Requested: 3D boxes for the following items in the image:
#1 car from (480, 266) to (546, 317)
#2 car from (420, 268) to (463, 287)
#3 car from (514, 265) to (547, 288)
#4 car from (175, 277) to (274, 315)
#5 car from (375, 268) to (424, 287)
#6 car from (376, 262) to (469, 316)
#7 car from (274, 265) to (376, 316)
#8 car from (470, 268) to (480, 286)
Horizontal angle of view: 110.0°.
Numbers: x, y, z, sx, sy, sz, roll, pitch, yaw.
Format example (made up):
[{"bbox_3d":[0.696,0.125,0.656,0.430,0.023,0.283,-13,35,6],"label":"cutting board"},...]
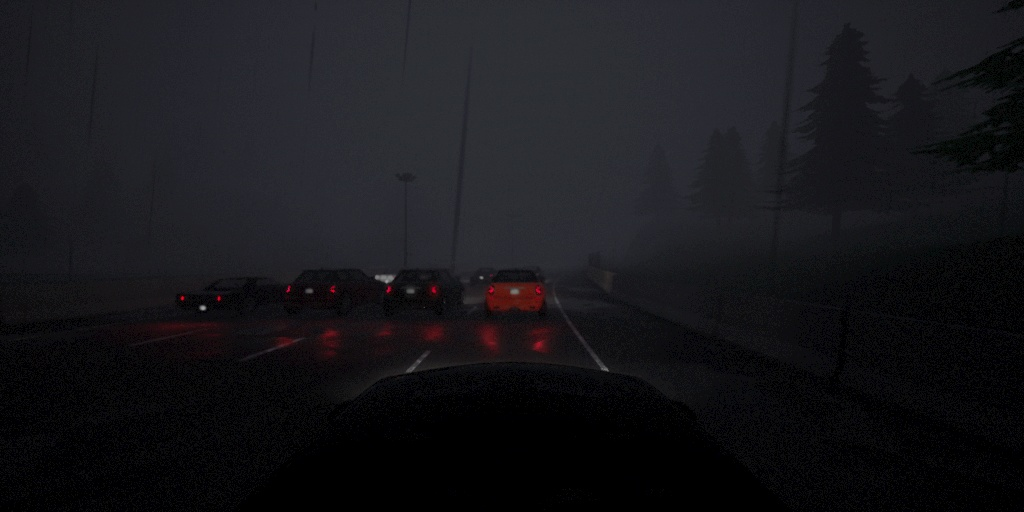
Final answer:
[{"bbox_3d":[0.236,1.229,14.001,2.097,1.767,4.553,0,-1,4],"label":"car"},{"bbox_3d":[-5.461,1.629,28.410,1.895,1.301,4.718,0,-1,8],"label":"car"},{"bbox_3d":[1.530,1.515,27.820,2.128,1.511,4.902,0,0,8],"label":"car"},{"bbox_3d":[-10.273,1.482,14.300,1.895,1.301,4.718,0,-1,4],"label":"car"},{"bbox_3d":[-8.935,1.634,28.839,1.895,1.301,4.718,0,-1,8],"label":"car"},{"bbox_3d":[-3.260,1.231,14.158,2.097,1.767,4.553,0,-1,4],"label":"car"},{"bbox_3d":[-6.757,1.232,14.317,2.097,1.767,4.553,0,-1,4],"label":"car"},{"bbox_3d":[-1.940,1.591,28.260,1.994,1.385,4.181,0,-1,8],"label":"car"}]
